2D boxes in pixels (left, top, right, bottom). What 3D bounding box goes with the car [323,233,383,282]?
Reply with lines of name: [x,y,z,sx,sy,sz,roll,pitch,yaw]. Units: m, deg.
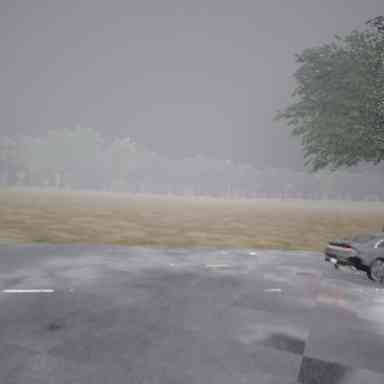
car: [7.104,2.261,11.826,4.902,1.511,2.128,4,-3,-14]
